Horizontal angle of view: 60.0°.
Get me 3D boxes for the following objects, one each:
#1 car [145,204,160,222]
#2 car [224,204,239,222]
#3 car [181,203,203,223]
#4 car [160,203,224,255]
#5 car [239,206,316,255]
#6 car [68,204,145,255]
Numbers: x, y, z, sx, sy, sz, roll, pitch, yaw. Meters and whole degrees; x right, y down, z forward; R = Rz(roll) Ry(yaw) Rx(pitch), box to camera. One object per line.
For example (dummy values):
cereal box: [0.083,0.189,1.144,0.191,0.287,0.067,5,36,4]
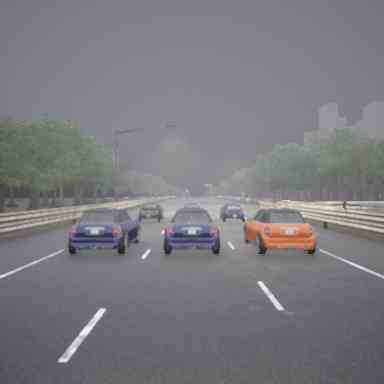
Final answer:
car: [-3.500,1.762,29.297,2.128,1.511,4.902,0,0,0]
car: [3.501,1.796,29.379,1.812,1.442,4.674,0,0,0]
car: [0.000,1.778,29.297,1.837,1.490,4.892,0,0,0]
car: [0.001,1.483,14.081,2.097,1.767,4.553,0,-1,0]
car: [3.501,1.483,14.078,2.097,1.767,4.553,0,-1,0]
car: [-3.499,1.483,14.076,2.097,1.767,4.553,0,-1,0]
